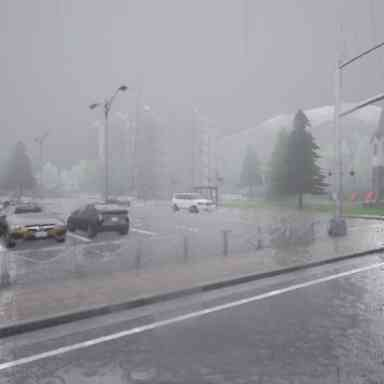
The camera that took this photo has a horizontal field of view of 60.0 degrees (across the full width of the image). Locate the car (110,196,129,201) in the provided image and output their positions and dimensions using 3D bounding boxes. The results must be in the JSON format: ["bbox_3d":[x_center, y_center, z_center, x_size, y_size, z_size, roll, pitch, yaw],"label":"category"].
[{"bbox_3d":[-10.652,1.421,48.545,1.882,1.535,5.008,0,0,-36],"label":"car"}]

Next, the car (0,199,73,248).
[{"bbox_3d":[-7.189,1.317,14.636,2.152,1.636,5.027,0,0,-36],"label":"car"}]

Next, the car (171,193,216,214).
[{"bbox_3d":[0.018,1.121,33.912,2.150,2.045,5.566,0,0,-36],"label":"car"}]

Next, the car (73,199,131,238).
[{"bbox_3d":[-4.677,1.311,16.515,2.007,1.523,4.514,0,0,-36],"label":"car"}]

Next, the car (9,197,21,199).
[{"bbox_3d":[-19.930,1.345,37.613,1.845,1.501,3.633,0,0,-36],"label":"car"}]

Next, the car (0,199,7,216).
[{"bbox_3d":[-18.000,1.371,29.852,1.970,1.475,3.806,0,0,-36],"label":"car"}]
